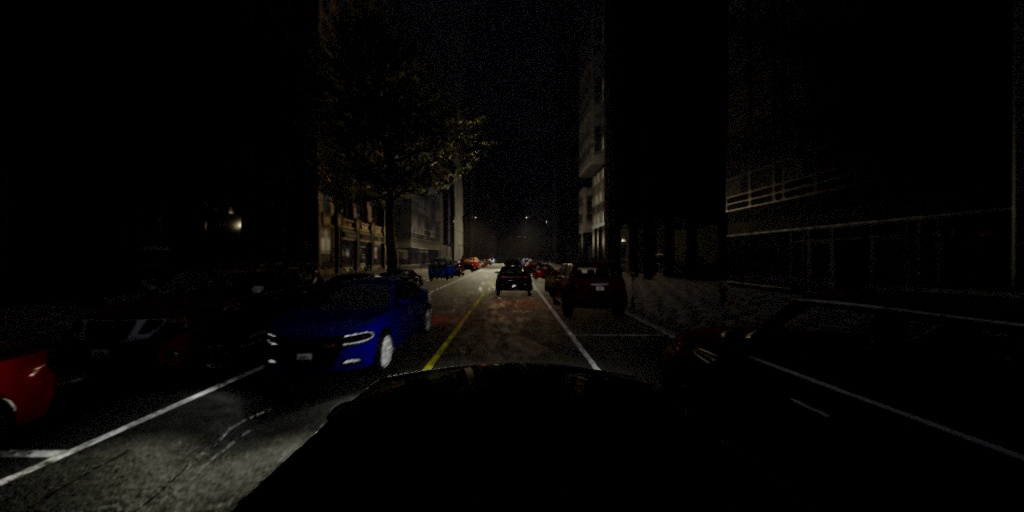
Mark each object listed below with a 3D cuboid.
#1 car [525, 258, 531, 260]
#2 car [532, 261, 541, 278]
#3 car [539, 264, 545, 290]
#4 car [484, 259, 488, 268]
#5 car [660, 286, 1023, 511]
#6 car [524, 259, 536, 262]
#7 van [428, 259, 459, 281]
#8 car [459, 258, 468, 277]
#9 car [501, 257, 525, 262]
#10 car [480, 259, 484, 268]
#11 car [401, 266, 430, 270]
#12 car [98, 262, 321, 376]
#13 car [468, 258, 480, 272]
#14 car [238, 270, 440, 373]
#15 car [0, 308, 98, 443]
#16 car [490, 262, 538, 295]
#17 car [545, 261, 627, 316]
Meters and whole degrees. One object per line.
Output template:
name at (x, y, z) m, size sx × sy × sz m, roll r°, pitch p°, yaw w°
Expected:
car at (2.657, 1.272, 47.077) m, size 1.967 × 1.591 × 4.097 m, roll 0°, pitch 0°, yaw 0°
car at (2.661, 1.369, 30.160) m, size 1.802 × 1.307 × 4.207 m, roll 0°, pitch 0°, yaw 0°
car at (2.663, 1.288, 19.053) m, size 1.751 × 1.417 × 4.829 m, roll 0°, pitch 0°, yaw 0°
car at (-5.872, 1.323, 64.007) m, size 1.967 × 1.591 × 4.097 m, roll 0°, pitch 0°, yaw 0°
car at (2.667, 1.065, 1.968) m, size 2.192 × 1.841 × 5.009 m, roll 0°, pitch 0°, yaw 0°
car at (2.658, 1.362, 41.438) m, size 1.888 × 1.381 × 4.507 m, roll 0°, pitch 0°, yaw 0°
van at (-5.865, 1.127, 30.170) m, size 1.690 × 1.789 × 3.998 m, roll 0°, pitch 0°, yaw 0°
car at (-5.866, 1.241, 35.810) m, size 1.967 × 1.591 × 4.097 m, roll 0°, pitch 0°, yaw 0°
car at (0.091, 1.170, 41.758) m, size 2.097 × 1.767 × 4.553 m, roll 0°, pitch 0°, yaw 0°
car at (-5.870, 1.161, 52.728) m, size 2.192 × 1.841 × 5.009 m, roll 0°, pitch 0°, yaw 0°
car at (-5.862, 1.344, 18.892) m, size 1.802 × 1.307 × 4.207 m, roll 0°, pitch 0°, yaw 0°
car at (-5.860, 1.067, 7.614) m, size 2.192 × 1.841 × 5.009 m, roll 0°, pitch 0°, yaw 0°
car at (-5.868, 1.146, 47.089) m, size 2.192 × 1.841 × 5.009 m, roll 0°, pitch 0°, yaw 0°
car at (-3.103, 1.231, 7.853) m, size 1.882 × 1.535 × 5.008 m, roll 0°, pitch 0°, yaw 0°
car at (-5.859, 1.295, 1.974) m, size 1.888 × 1.381 × 4.507 m, roll 0°, pitch 0°, yaw 0°
car at (0.094, 1.255, 19.918) m, size 2.128 × 1.511 × 4.902 m, roll 0°, pitch 0°, yaw 0°
car at (2.664, 1.072, 13.246) m, size 2.192 × 1.841 × 5.009 m, roll 0°, pitch 0°, yaw 0°
